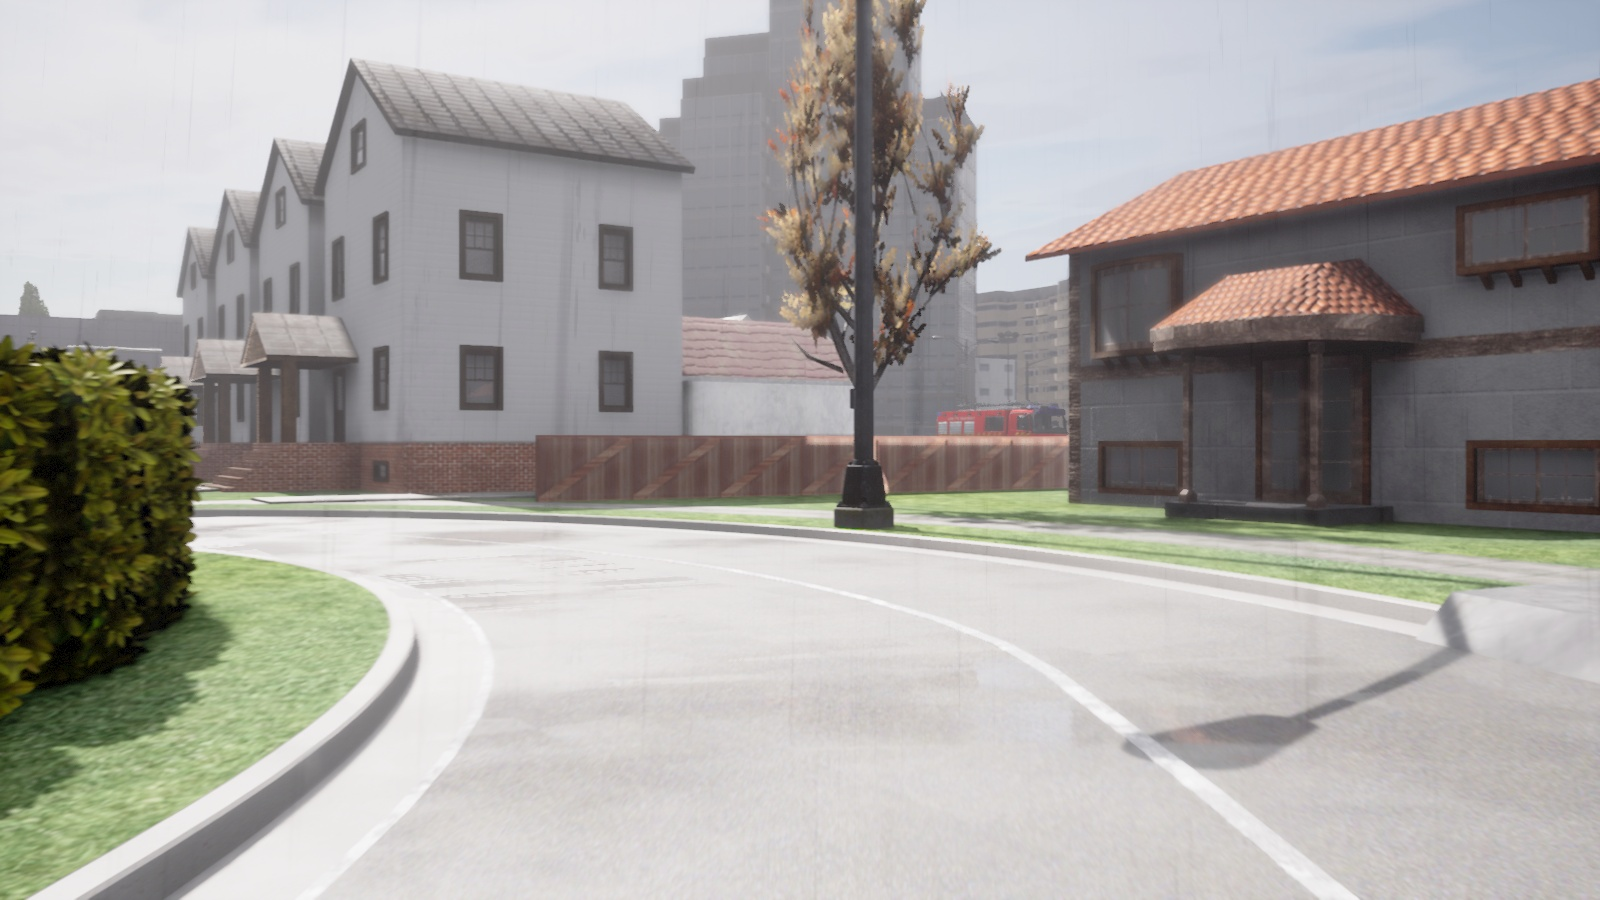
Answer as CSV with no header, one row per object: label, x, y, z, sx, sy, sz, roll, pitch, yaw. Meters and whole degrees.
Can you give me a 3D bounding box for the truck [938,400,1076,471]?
truck,11.829,-0.816,72.694,2.891,3.827,8.468,0,0,-34
